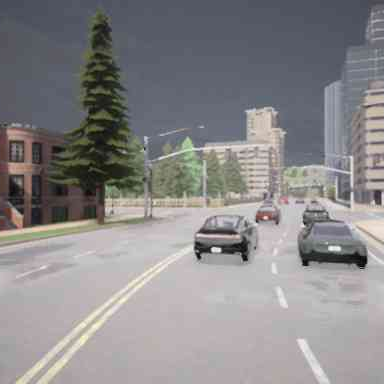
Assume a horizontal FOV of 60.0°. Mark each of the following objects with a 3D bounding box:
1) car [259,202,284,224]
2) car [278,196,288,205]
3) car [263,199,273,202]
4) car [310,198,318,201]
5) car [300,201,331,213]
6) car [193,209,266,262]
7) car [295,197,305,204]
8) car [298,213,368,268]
[{"bbox_3d":[6.234,1.794,27.117,1.812,1.442,4.674,0,0,18],"label":"car"},{"bbox_3d":[21.757,2.007,79.419,2.150,2.045,5.566,0,-1,20],"label":"car"},{"bbox_3d":[18.472,2.347,80.626,1.994,1.385,4.181,0,-1,20],"label":"car"},{"bbox_3d":[30.802,2.417,83.902,1.895,1.301,4.718,0,-1,20],"label":"car"},{"bbox_3d":[9.533,1.746,25.569,2.128,1.511,4.902,0,0,22],"label":"car"},{"bbox_3d":[1.441,1.619,12.721,2.128,1.511,4.902,0,0,16],"label":"car"},{"bbox_3d":[27.500,2.386,85.063,1.994,1.385,4.181,0,-1,20],"label":"car"},{"bbox_3d":[4.853,1.683,11.909,1.994,1.385,4.181,0,-1,17],"label":"car"}]
